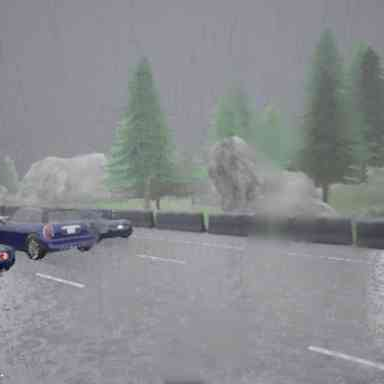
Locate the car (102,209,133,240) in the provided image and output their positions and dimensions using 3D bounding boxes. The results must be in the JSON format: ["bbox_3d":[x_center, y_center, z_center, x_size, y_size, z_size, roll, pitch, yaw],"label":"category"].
[{"bbox_3d":[-4.844,1.526,16.046,4.181,1.385,1.994,0,0,35],"label":"car"}]

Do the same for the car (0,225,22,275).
[{"bbox_3d":[-6.731,1.570,8.794,4.718,1.301,1.895,0,0,35],"label":"car"}]

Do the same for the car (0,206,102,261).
[{"bbox_3d":[-5.793,1.318,12.423,4.553,1.767,2.097,0,0,35],"label":"car"}]
